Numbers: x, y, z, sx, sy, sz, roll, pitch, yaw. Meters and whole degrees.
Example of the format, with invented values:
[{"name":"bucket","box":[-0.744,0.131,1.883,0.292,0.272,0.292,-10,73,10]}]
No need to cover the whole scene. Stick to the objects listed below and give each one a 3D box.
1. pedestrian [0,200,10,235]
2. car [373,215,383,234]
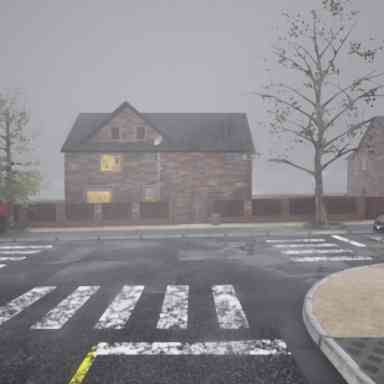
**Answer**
[{"name":"pedestrian","box":[-9.642,1.250,16.889,0.375,1.860,0.375,0,2,0]},{"name":"car","box":[10.263,1.188,14.006,4.892,1.490,1.837,-1,1,0]}]
